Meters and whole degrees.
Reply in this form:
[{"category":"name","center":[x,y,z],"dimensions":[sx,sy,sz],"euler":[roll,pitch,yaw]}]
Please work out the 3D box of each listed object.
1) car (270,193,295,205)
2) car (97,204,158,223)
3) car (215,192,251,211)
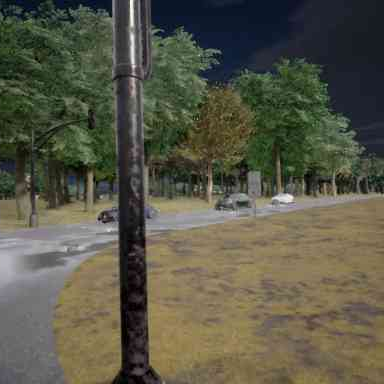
[{"category":"car","center":[11.912,0.895,43.766],"dimensions":[1.812,1.442,4.674],"euler":[-3,-1,37]},{"category":"car","center":[-4.288,1.347,22.526],"dimensions":[1.994,1.385,4.181],"euler":[-3,-1,37]},{"category":"car","center":[4.157,0.912,33.615],"dimensions":[2.097,1.767,4.553],"euler":[-3,-1,36]}]
